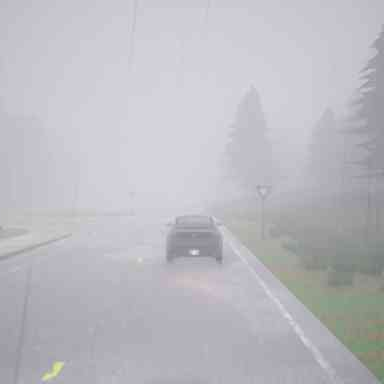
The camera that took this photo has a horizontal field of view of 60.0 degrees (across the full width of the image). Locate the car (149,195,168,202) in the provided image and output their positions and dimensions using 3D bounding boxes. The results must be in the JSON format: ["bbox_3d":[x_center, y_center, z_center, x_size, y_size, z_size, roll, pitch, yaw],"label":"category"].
[{"bbox_3d":[-9.044,2.011,87.023,4.181,1.381,1.994,0,0,-1],"label":"car"}]

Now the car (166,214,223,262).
[{"bbox_3d":[0.083,1.571,12.364,1.837,1.490,4.892,0,0,0],"label":"car"}]
